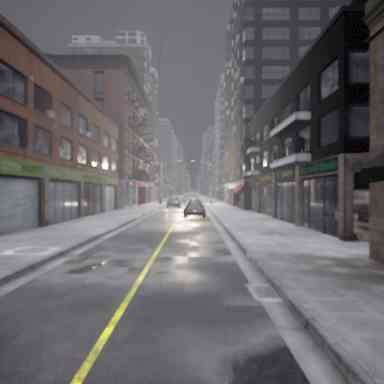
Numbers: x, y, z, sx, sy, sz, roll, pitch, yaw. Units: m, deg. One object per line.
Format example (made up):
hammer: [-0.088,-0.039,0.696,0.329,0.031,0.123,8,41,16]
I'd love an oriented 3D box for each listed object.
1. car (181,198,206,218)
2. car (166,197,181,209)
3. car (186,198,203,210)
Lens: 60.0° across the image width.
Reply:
car: [0.251,1.549,30.347,1.994,1.385,4.181,0,0,0]
car: [-2.475,1.496,45.668,1.837,1.490,4.892,0,0,0]
car: [0.327,1.529,43.806,2.033,1.411,5.357,0,0,1]
